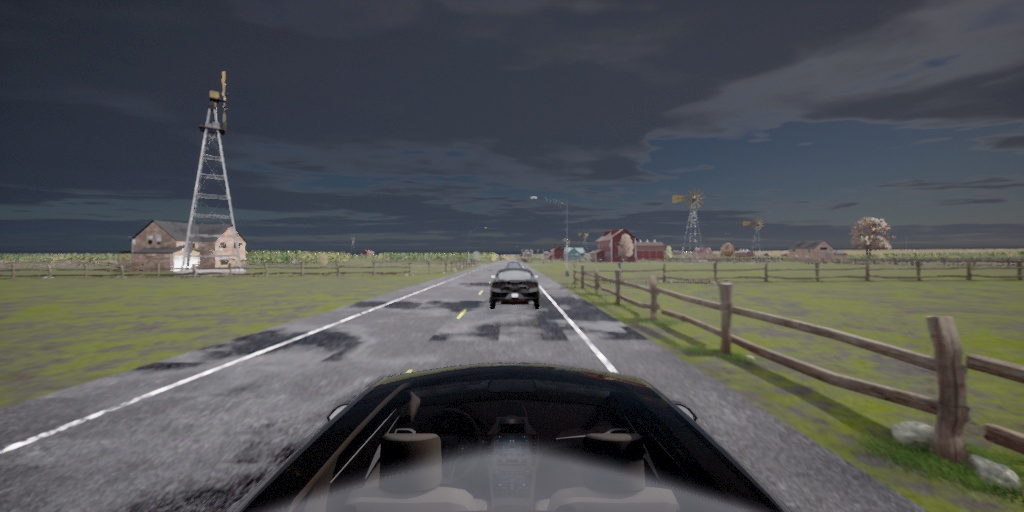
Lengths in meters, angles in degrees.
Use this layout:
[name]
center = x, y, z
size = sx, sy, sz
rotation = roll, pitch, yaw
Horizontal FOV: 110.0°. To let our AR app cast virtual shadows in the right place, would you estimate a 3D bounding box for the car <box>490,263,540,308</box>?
[car]
center = 0.113, 1.223, 15.102
size = 1.882, 1.535, 5.008
rotation = 0, 0, 0
